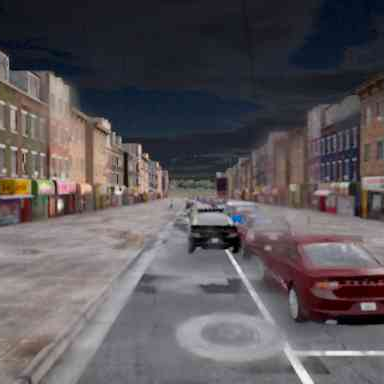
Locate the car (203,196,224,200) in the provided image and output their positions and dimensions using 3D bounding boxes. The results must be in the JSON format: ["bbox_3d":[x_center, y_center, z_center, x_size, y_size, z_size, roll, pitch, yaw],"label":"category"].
[{"bbox_3d":[2.633,1.468,34.844,2.192,1.841,5.009,-1,0,0],"label":"car"}]

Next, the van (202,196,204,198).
[{"bbox_3d":[2.639,1.543,45.908,1.690,1.788,3.998,-1,0,0],"label":"van"}]

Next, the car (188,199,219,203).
[{"bbox_3d":[0.837,1.562,24.206,1.801,1.575,5.366,0,0,0],"label":"car"}]

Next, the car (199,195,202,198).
[{"bbox_3d":[2.644,1.566,56.973,2.192,1.841,5.009,-1,0,0],"label":"car"}]

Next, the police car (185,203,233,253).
[{"bbox_3d":[0.750,1.488,14.110,1.930,1.638,5.238,0,0,-1],"label":"police car"}]

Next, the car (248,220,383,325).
[{"bbox_3d":[2.625,1.577,7.181,1.887,1.381,4.507,-1,0,0],"label":"car"}]

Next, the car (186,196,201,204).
[{"bbox_3d":[0.024,1.743,49.441,1.812,1.442,4.674,0,0,0],"label":"car"}]

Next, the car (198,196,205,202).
[{"bbox_3d":[2.664,1.926,90.337,1.752,1.417,4.829,-1,0,0],"label":"car"}]

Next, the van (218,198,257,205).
[{"bbox_3d":[2.626,1.422,18.246,1.690,1.788,3.998,-1,0,0],"label":"van"}]

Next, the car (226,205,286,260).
[{"bbox_3d":[2.626,1.496,12.713,1.967,1.590,4.097,-1,0,0],"label":"car"}]

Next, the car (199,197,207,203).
[{"bbox_3d":[2.660,1.932,79.102,1.802,1.307,4.206,-1,0,0],"label":"car"}]

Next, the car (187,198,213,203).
[{"bbox_3d":[0.728,1.589,30.204,1.801,1.575,5.366,0,0,0],"label":"car"}]

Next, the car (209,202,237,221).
[{"bbox_3d":[2.636,1.680,29.311,2.008,1.369,4.403,-1,0,0],"label":"car"}]
